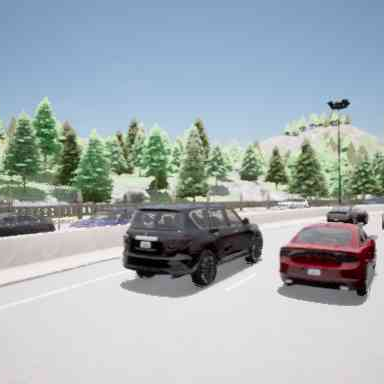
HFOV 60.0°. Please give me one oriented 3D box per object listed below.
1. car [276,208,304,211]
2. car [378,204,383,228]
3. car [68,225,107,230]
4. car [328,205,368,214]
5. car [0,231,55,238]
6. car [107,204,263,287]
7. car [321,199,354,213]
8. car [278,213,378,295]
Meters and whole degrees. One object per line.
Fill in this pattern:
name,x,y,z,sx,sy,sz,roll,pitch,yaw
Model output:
car,13.730,1.779,45.893,5.566,2.045,2.150,1,-1,-38
car,14.930,1.588,23.169,2.097,1.767,4.553,-1,-1,43
car,-3.972,1.604,16.604,2.097,1.767,4.553,-1,-1,34
car,11.643,1.768,24.785,2.128,1.511,4.902,-1,-1,43
car,-8.849,1.770,15.530,1.837,1.490,4.892,-1,-1,32
car,0.319,1.361,10.142,2.150,2.045,5.566,-1,-1,32
car,20.360,1.876,46.400,4.553,1.767,2.097,0,-1,-35
car,3.922,1.584,9.217,1.882,1.535,5.008,-1,-1,32
